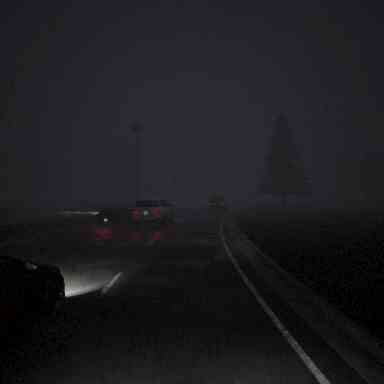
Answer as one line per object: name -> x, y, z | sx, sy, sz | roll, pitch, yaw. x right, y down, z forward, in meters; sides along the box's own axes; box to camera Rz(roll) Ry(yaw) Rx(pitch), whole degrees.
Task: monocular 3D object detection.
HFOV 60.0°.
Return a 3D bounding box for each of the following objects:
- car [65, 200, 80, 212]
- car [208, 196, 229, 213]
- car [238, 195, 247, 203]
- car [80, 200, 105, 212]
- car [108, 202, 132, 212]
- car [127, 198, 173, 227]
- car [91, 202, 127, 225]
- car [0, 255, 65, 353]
car -> -17.507, 2.049, 51.029 | 2.097, 1.767, 4.553 | -1, 0, 13
car -> 3.394, 1.579, 42.676 | 2.150, 2.045, 5.566 | -1, 0, 13
car -> 13.530, 1.887, 89.054 | 2.150, 2.045, 5.566 | -1, -1, 11
car -> -14.217, 2.151, 49.722 | 1.837, 1.490, 4.892 | -1, -1, 13
car -> -10.653, 2.163, 49.624 | 1.994, 1.385, 4.181 | -1, -1, 13
car -> -2.844, 1.493, 25.156 | 2.150, 2.045, 5.566 | -1, -1, 6
car -> -6.160, 1.836, 27.029 | 1.837, 1.490, 4.892 | -1, 0, 5
car -> -3.575, 1.659, 5.226 | 1.994, 1.385, 4.181 | -1, -1, -2
